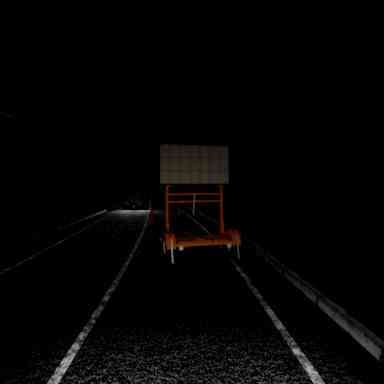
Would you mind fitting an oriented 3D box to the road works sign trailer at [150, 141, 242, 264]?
[{"bbox_3d":[0.041,0.175,10.817,2.380,3.560,2.880,-1,1,-16],"label":"road works sign trailer"}]

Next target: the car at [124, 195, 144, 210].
[{"bbox_3d":[-5.902,1.054,34.284,1.812,1.442,4.674,0,0,-7],"label":"car"}]
